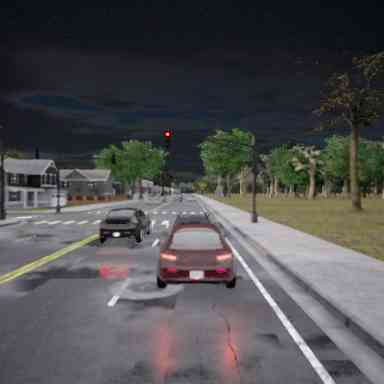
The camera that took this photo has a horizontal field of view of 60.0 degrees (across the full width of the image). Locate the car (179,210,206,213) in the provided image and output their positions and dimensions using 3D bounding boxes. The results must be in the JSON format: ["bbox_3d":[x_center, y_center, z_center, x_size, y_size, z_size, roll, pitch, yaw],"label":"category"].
[{"bbox_3d":[0.049,1.621,18.305,1.895,1.301,4.718,0,0,1],"label":"car"}]

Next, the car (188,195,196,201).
[{"bbox_3d":[0.024,1.426,84.916,2.128,1.511,4.902,0,0,0],"label":"car"}]

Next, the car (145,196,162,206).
[{"bbox_3d":[-6.550,1.643,55.160,1.895,1.301,4.718,0,0,0],"label":"car"}]

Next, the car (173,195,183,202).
[{"bbox_3d":[-3.229,1.580,74.496,2.033,1.411,5.357,0,0,0],"label":"car"}]

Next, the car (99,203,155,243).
[{"bbox_3d":[-3.146,1.522,16.290,1.837,1.490,4.892,0,0,0],"label":"car"}]

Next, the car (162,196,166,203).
[{"bbox_3d":[-6.481,1.572,70.515,2.128,1.511,4.902,0,0,0],"label":"car"}]

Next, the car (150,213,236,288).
[{"bbox_3d":[0.104,1.536,9.138,1.812,1.442,4.674,0,0,0],"label":"car"}]

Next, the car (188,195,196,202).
[{"bbox_3d":[0.021,1.637,74.941,1.895,1.301,4.718,0,0,0],"label":"car"}]

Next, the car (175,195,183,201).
[{"bbox_3d":[-3.226,1.425,84.917,1.812,1.442,4.674,0,0,0],"label":"car"}]
